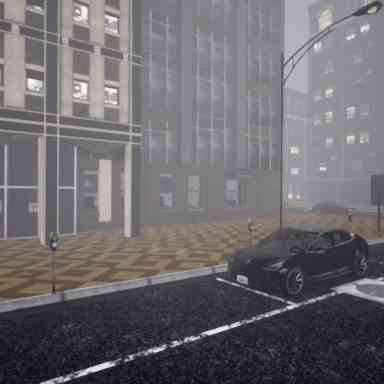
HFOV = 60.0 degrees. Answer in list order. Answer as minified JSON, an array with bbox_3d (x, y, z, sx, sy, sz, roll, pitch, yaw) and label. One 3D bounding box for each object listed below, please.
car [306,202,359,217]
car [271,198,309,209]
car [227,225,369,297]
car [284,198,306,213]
[{"bbox_3d":[12.956,1.533,30.287,1.802,1.307,4.206,0,0,-36],"label":"car"},{"bbox_3d":[13.059,1.498,44.513,1.752,1.417,4.829,0,0,-36],"label":"car"},{"bbox_3d":[2.888,1.567,8.621,4.313,1.339,1.947,0,0,-36],"label":"car"},{"bbox_3d":[9.754,1.466,34.749,1.752,1.417,4.829,0,0,-36],"label":"car"}]
